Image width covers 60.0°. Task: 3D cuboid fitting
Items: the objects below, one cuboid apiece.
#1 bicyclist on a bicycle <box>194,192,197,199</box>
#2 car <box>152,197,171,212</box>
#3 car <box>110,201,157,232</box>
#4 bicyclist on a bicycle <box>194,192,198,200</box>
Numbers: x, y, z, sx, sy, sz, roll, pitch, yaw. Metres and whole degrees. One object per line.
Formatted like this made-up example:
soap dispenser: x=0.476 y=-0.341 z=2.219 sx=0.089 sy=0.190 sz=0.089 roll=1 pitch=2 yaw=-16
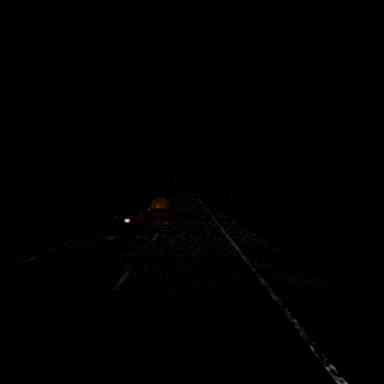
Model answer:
bicyclist on a bicycle: x=0.941 y=0.965 z=85.048 sx=0.659 sy=1.776 sz=1.843 roll=0 pitch=0 yaw=0
car: x=-3.409 y=1.304 z=36.048 sx=1.882 sy=1.535 sz=5.008 roll=0 pitch=0 yaw=0
car: x=-3.406 y=1.470 z=19.472 sx=1.994 sy=1.385 sz=4.181 roll=0 pitch=0 yaw=0
bicyclist on a bicycle: x=0.940 y=1.076 z=76.051 sx=0.866 sy=1.612 sz=1.509 roll=0 pitch=0 yaw=0
